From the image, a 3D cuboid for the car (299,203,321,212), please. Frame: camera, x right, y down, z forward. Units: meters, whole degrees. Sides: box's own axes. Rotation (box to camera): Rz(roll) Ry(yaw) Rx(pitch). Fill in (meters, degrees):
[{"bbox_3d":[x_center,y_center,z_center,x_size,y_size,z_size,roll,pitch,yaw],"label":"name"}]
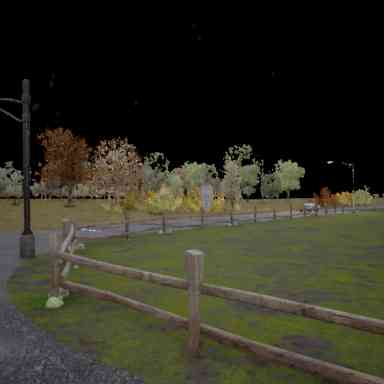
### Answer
[{"bbox_3d":[18.819,2.448,53.000,2.033,1.411,5.357,-1,-2,40],"label":"car"}]
